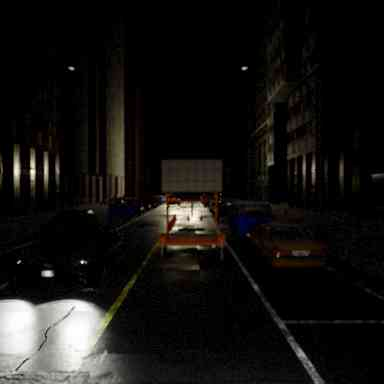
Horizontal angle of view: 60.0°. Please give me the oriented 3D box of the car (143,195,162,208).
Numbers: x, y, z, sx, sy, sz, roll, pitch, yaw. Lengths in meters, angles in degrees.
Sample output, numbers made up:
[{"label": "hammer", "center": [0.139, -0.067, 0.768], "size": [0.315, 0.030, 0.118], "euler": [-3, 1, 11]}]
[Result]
[{"label": "car", "center": [-5.751, 1.287, 44.386], "size": [2.192, 1.841, 5.009], "euler": [0, 0, 0]}]

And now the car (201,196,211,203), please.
[{"label": "car", "center": [2.782, 1.504, 66.940], "size": [1.887, 1.381, 4.507], "euler": [0, 0, 0]}]

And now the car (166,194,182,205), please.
[{"label": "car", "center": [-2.982, 1.315, 56.721], "size": [2.097, 1.767, 4.553], "euler": [0, 0, 0]}]

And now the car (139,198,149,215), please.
[{"label": "car", "center": [-5.754, 1.544, 33.113], "size": [1.947, 1.339, 4.313], "euler": [0, 0, 0]}]

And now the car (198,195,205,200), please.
[{"label": "car", "center": [2.791, 1.513, 95.120], "size": [1.947, 1.339, 4.313], "euler": [0, 0, 0]}]

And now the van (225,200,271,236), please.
[{"label": "van", "center": [2.764, 1.329, 16.212], "size": [1.690, 1.788, 3.998], "euler": [0, 0, 0]}]

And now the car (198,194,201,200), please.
[{"label": "car", "center": [2.780, 1.277, 61.303], "size": [2.192, 1.841, 5.009], "euler": [0, 0, 0]}]

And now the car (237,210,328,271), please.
[{"label": "car", "center": [2.763, 1.517, 10.746], "size": [1.752, 1.417, 4.829], "euler": [0, 0, 0]}]

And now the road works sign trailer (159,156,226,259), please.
[{"label": "road works sign trailer", "center": [0.004, 0.455, 12.528], "size": [2.380, 3.560, 2.880], "euler": [0, 0, 0]}]

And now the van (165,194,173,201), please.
[{"label": "van", "center": [-5.738, 1.292, 83.843], "size": [1.690, 1.788, 3.998], "euler": [0, 0, 0]}]

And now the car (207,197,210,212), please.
[{"label": "car", "center": [2.771, 1.503, 33.292], "size": [1.752, 1.417, 4.829], "euler": [0, 0, 0]}]

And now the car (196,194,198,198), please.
[{"label": "car", "center": [2.787, 1.391, 83.848], "size": [1.967, 1.590, 4.097], "euler": [0, 0, 0]}]

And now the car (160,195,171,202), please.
[{"label": "car", "center": [-5.741, 1.397, 72.570], "size": [1.967, 1.590, 4.097], "euler": [0, 0, 0]}]

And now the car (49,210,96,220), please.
[{"label": "car", "center": [-5.760, 1.554, 16.203], "size": [1.947, 1.339, 4.313], "euler": [0, 0, 0]}]

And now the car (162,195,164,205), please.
[{"label": "car", "center": [-5.749, 1.513, 50.023], "size": [1.887, 1.381, 4.507], "euler": [0, 0, 0]}]

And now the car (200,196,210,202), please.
[{"label": "car", "center": [2.784, 1.522, 72.576], "size": [1.947, 1.339, 4.313], "euler": [0, 0, 0]}]

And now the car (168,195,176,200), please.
[{"label": "car", "center": [-5.734, 1.498, 95.116], "size": [2.008, 1.369, 4.403], "euler": [0, 0, 0]}]

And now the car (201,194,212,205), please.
[{"label": "car", "center": [2.776, 1.409, 50.030], "size": [1.967, 1.590, 4.097], "euler": [0, 0, 0]}]

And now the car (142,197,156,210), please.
[{"label": "car", "center": [-5.752, 1.541, 38.750], "size": [1.947, 1.339, 4.313], "euler": [0, 0, 0]}]

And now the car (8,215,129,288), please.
[{"label": "car", "center": [-3.097, 1.557, 9.114], "size": [1.994, 1.385, 4.181], "euler": [0, 0, 0]}]

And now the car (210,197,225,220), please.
[{"label": "car", "center": [2.768, 1.422, 27.485], "size": [1.967, 1.590, 4.097], "euler": [0, 0, 0]}]

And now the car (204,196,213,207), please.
[{"label": "car", "center": [2.773, 1.526, 38.758], "size": [2.008, 1.369, 4.403], "euler": [0, 0, 0]}]

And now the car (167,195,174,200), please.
[{"label": "car", "center": [-5.735, 1.474, 89.310], "size": [1.752, 1.417, 4.829], "euler": [0, 0, 0]}]

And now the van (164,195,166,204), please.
[{"label": "van", "center": [-5.747, 1.307, 55.660], "size": [1.690, 1.788, 3.998], "euler": [0, 0, 0]}]

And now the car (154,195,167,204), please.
[{"label": "car", "center": [-5.745, 1.403, 61.297], "size": [1.967, 1.590, 4.097], "euler": [0, 0, 0]}]

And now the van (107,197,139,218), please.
[{"label": "van", "center": [-5.757, 1.323, 27.476], "size": [1.690, 1.788, 3.998], "euler": [0, 0, 0]}]
